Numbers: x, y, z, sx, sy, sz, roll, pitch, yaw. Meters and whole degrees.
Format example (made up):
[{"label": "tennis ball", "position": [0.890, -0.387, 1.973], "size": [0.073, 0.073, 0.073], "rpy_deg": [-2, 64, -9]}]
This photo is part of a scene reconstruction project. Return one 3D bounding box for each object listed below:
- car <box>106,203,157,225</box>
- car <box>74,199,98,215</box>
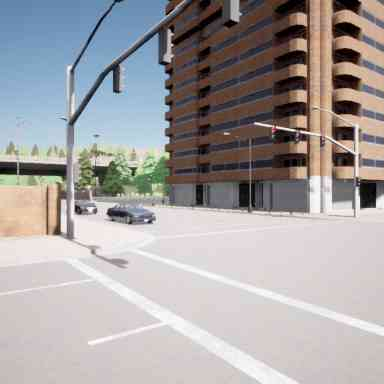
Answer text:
[{"label": "car", "position": [-4.673, 1.547, 24.821], "size": [2.033, 1.411, 5.357], "rpy_deg": [0, 0, -36]}, {"label": "car", "position": [-11.096, 1.492, 33.750], "size": [2.128, 1.511, 4.902], "rpy_deg": [0, 0, -36]}]
